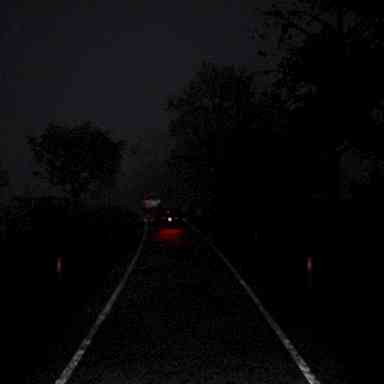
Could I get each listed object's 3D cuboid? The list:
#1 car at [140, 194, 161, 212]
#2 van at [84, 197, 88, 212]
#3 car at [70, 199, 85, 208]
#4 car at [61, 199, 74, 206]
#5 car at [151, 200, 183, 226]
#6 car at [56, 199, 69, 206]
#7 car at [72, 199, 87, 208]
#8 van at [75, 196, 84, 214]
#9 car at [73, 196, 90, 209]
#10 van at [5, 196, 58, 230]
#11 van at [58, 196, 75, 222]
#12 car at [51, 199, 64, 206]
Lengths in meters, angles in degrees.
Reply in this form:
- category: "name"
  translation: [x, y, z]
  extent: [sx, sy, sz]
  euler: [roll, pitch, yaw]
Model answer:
- category: "car"
  translation: [-5.005, 1.280, 40.626]
  extent: [2.150, 2.045, 5.566]
  euler: [0, 0, -14]
- category: "van"
  translation: [-13.105, 1.455, 37.413]
  extent: [1.878, 1.987, 4.442]
  euler: [2, -2, -16]
- category: "car"
  translation: [-22.047, 2.161, 63.979]
  extent: [2.231, 1.521, 4.892]
  euler: [2, -2, -23]
- category: "car"
  translation: [-29.341, 2.493, 78.261]
  extent: [2.097, 1.535, 5.008]
  euler: [-1, -1, -30]
- category: "car"
  translation: [-1.740, 1.525, 23.725]
  extent: [1.837, 1.490, 4.892]
  euler: [0, 0, -8]
- category: "car"
  translation: [-32.589, 2.641, 83.689]
  extent: [2.231, 1.521, 4.892]
  euler: [-1, -1, -31]
- category: "car"
  translation: [-19.884, 2.050, 58.824]
  extent: [2.231, 1.521, 4.892]
  euler: [2, -2, -22]
- category: "van"
  translation: [-11.928, 1.392, 31.944]
  extent: [1.878, 1.987, 4.442]
  euler: [1, -2, -11]
- category: "car"
  translation: [-17.887, 1.690, 53.571]
  extent: [2.435, 2.045, 5.566]
  euler: [2, -2, -20]
- category: "van"
  translation: [-10.135, 1.297, 20.919]
  extent: [1.878, 1.987, 4.442]
  euler: [1, -2, -9]
- category: "van"
  translation: [-10.941, 1.339, 26.440]
  extent: [1.878, 1.987, 4.442]
  euler: [1, -2, -10]
- category: "car"
  translation: [-35.739, 2.790, 88.450]
  extent: [2.097, 1.535, 5.008]
  euler: [-1, -2, -34]
